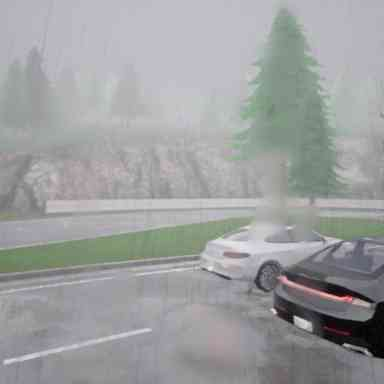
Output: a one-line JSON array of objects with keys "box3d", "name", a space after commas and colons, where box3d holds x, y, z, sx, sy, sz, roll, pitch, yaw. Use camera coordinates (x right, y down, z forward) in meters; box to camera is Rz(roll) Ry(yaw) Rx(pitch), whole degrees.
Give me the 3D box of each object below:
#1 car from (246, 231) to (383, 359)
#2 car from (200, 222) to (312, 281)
[{"box3d": [3.554, 1.514, 5.524, 4.902, 1.511, 2.128, 0, 0, -29], "name": "car"}, {"box3d": [2.431, 1.544, 8.893, 4.674, 1.442, 1.812, 0, 0, -30], "name": "car"}]
